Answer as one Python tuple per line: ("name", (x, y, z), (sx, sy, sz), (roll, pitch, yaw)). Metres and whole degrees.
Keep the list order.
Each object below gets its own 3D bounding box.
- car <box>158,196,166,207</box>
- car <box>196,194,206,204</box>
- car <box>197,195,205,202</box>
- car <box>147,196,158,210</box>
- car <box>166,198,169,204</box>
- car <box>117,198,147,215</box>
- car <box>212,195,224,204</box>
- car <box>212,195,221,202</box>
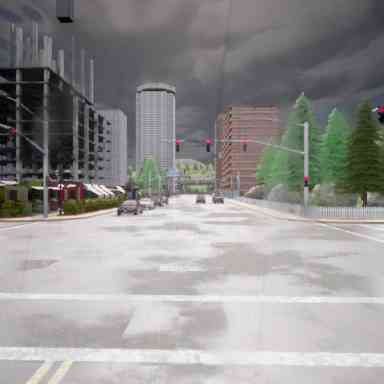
("car", (-5.687, 1.352, 51.726), (2.097, 1.767, 4.553), (0, 0, 1))
("car", (1.748, 1.601, 65.439), (1.895, 1.301, 4.718), (0, 0, 1))
("car", (1.976, 1.327, 74.624), (1.837, 1.490, 4.892), (0, 0, 1))
("car", (-5.918, 1.526, 42.721), (1.812, 1.442, 4.674), (0, 0, 1))
("car", (-5.415, 1.564, 61.648), (1.994, 1.385, 4.181), (0, 0, 2))
("car", (-6.162, 1.526, 33.631), (1.812, 1.442, 4.674), (0, 0, 2))
("car", (5.255, 1.526, 65.670), (1.812, 1.442, 4.674), (0, 0, 1))
("car", (5.476, 1.422, 74.566), (1.895, 1.301, 4.718), (0, 0, 1))
